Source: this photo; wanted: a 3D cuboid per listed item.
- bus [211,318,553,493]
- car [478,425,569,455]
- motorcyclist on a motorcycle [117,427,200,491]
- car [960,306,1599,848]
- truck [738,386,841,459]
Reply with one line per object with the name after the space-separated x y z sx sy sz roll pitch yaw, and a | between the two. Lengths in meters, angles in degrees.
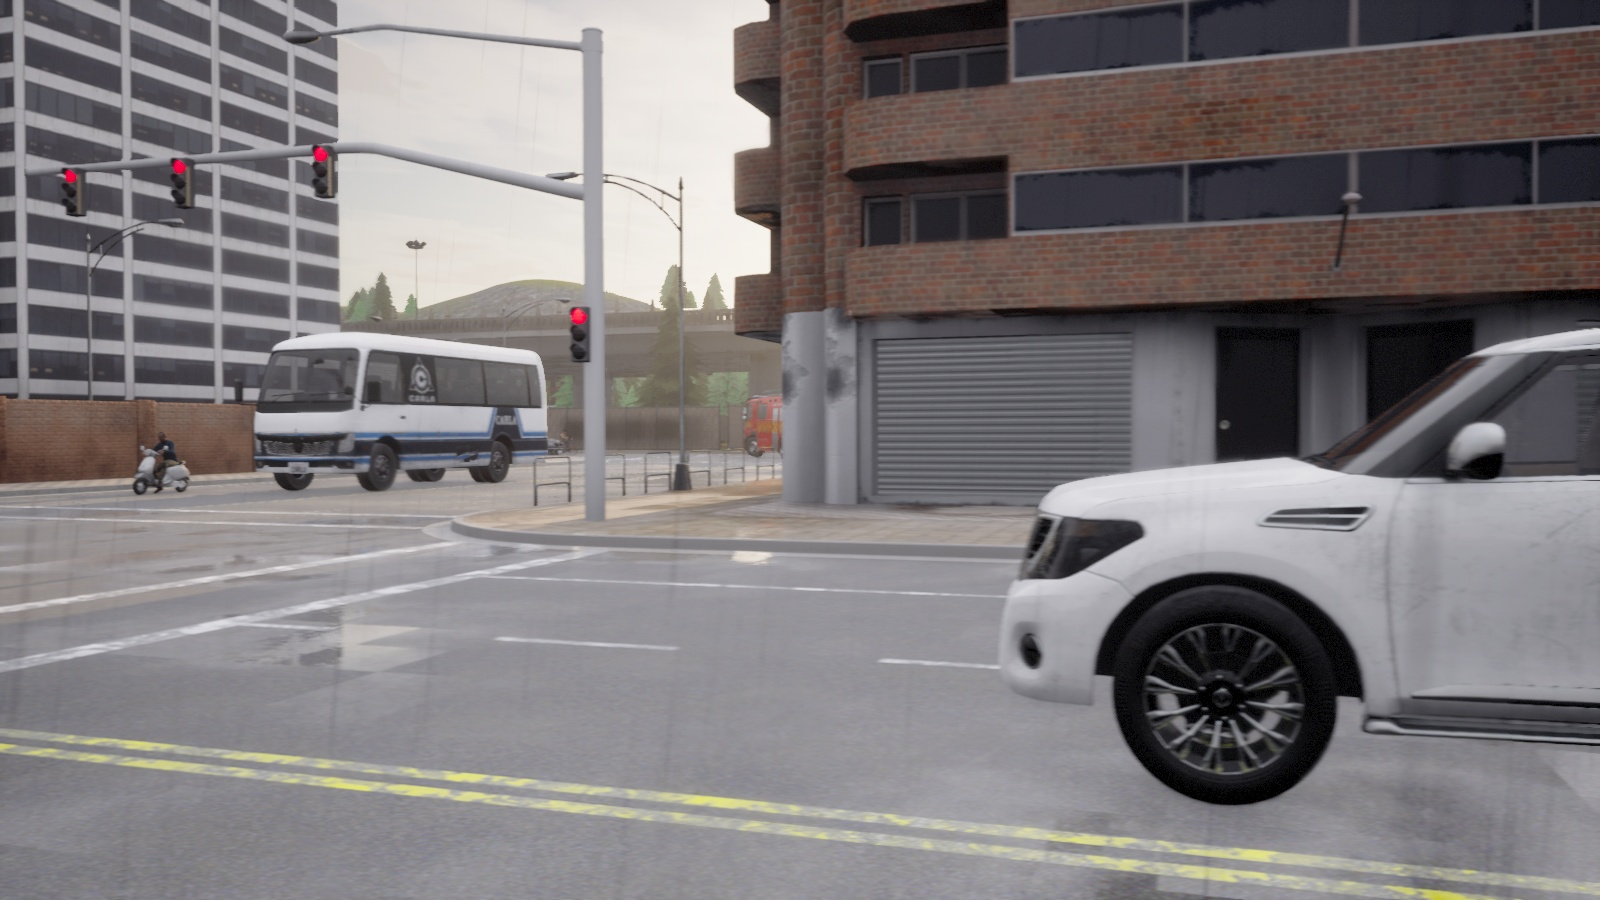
-11.424 -1.171 36.084 3.944 4.253 10.273 1 1 18 | bus
-15.778 -0.592 71.700 4.611 1.667 2.242 1 1 18 | car
-16.414 0.203 32.178 0.866 1.590 1.817 1 1 18 | motorcyclist on a motorcycle
3.688 0.469 5.641 5.566 2.045 2.150 1 1 19 | car
-0.714 -1.483 70.226 2.891 3.827 8.468 0 1 -21 | truck
